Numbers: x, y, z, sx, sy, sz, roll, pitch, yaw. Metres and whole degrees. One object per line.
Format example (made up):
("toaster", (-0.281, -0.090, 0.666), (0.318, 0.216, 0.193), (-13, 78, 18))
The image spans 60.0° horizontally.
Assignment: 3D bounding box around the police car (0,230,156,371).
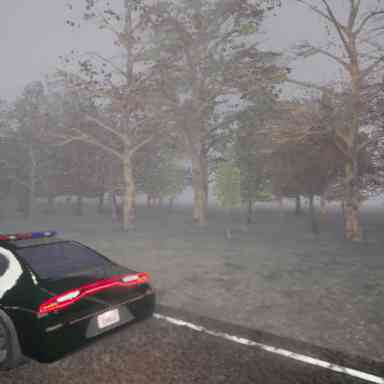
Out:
("police car", (-3.041, 1.482, 5.745), (4.974, 1.542, 2.038), (-1, 0, 36))
